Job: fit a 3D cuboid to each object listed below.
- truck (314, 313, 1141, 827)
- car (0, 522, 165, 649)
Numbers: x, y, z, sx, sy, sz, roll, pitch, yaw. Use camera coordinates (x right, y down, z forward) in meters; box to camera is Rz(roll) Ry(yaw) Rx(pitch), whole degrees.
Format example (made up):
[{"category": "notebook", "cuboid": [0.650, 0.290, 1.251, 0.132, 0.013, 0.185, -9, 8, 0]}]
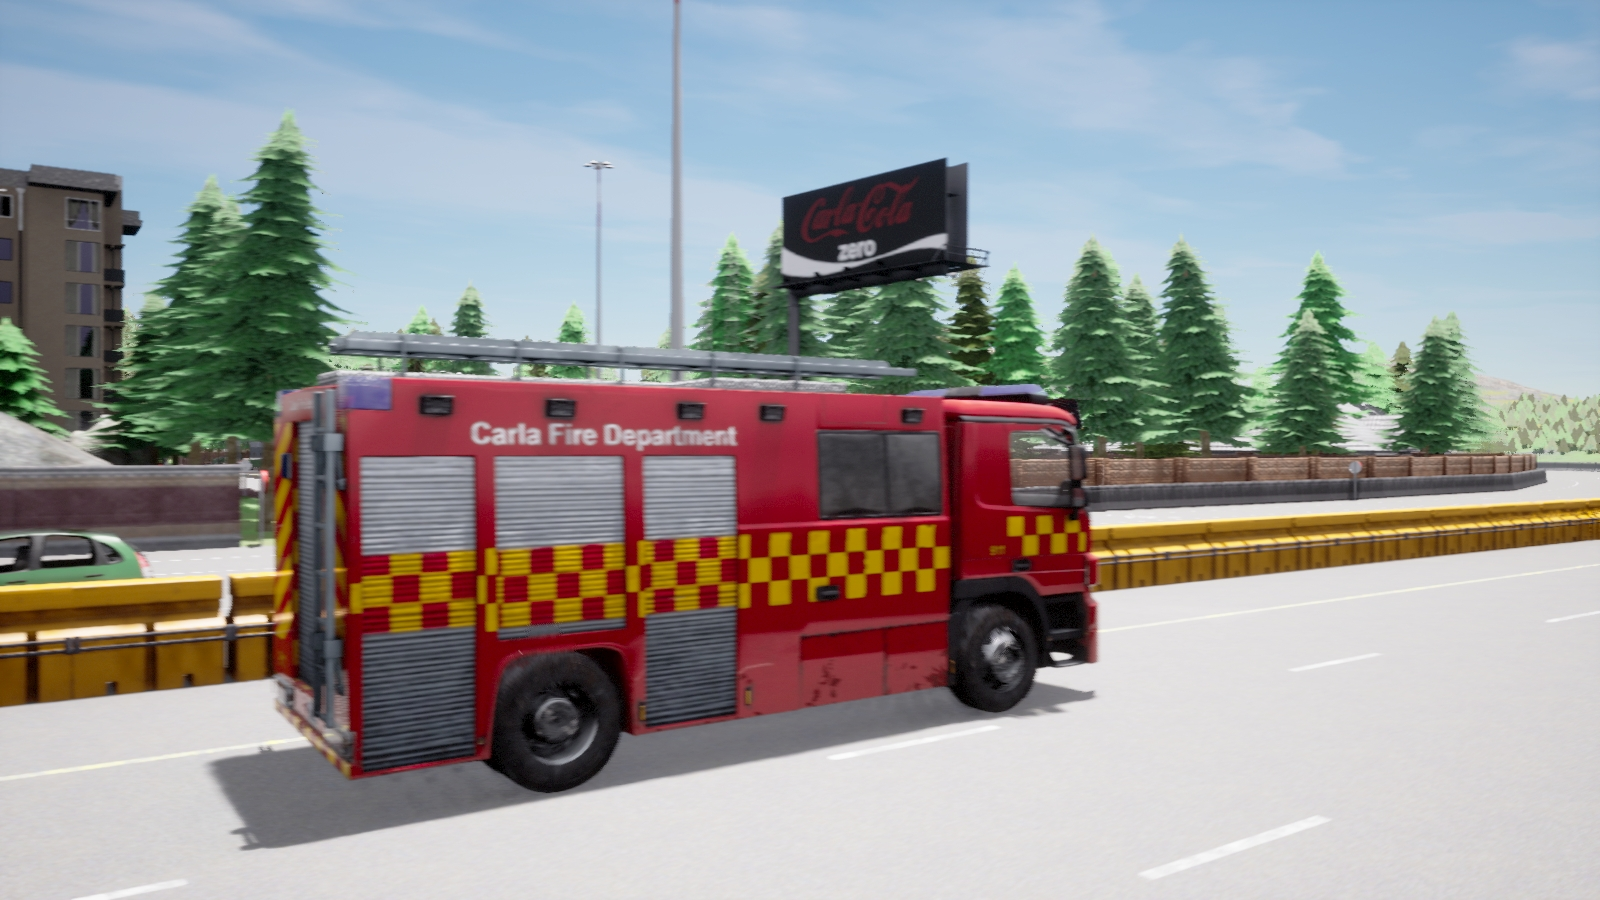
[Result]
[{"category": "truck", "cuboid": [-0.322, 0.894, 12.111, 8.468, 3.827, 2.891, 0, 0, -35]}, {"category": "car", "cuboid": [-11.778, 1.999, 16.928, 3.988, 1.617, 1.851, 0, 0, -35]}]
